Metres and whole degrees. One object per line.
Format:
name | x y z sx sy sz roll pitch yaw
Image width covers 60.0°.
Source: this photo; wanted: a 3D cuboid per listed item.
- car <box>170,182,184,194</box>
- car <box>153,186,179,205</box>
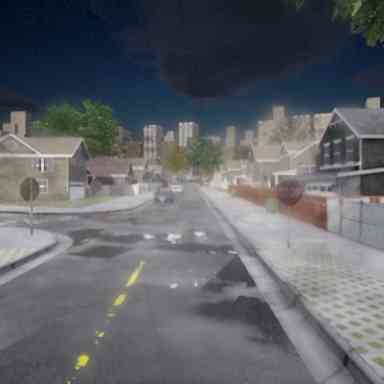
car | -2.566 -0.736 56.588 2.150 2.045 5.566 0 2 0
car | -2.645 0.424 32.382 2.128 1.511 4.902 0 2 0
